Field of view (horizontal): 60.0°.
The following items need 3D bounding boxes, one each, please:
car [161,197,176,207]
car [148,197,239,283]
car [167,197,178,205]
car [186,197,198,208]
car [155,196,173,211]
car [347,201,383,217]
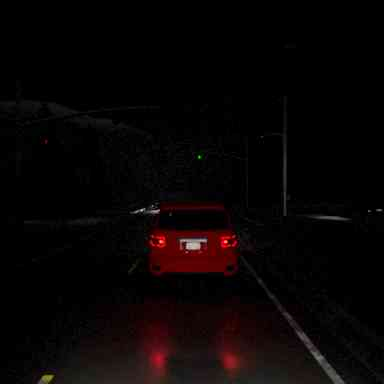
[{"bbox_3d":[-3.708,1.638,53.948,2.128,1.511,4.902,0,0,0],"label":"car"},{"bbox_3d":[0.041,1.251,9.848,2.150,2.045,5.566,0,0,0],"label":"car"},{"bbox_3d":[-3.695,1.737,63.833,1.994,1.385,4.181,0,0,0],"label":"car"},{"bbox_3d":[-0.018,1.649,53.429,1.837,1.490,4.892,0,0,0],"label":"car"},{"bbox_3d":[-3.691,1.473,44.453,2.097,1.767,4.553,0,0,0],"label":"car"},{"bbox_3d":[16.486,1.601,29.868,4.892,1.490,1.837,0,0,-2],"label":"car"}]
